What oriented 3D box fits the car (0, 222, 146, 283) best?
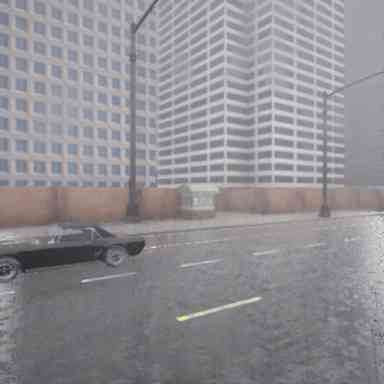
[{"bbox_3d":[-3.866,1.599,9.808,4.718,1.301,1.895,0,0,-35],"label":"car"}]
